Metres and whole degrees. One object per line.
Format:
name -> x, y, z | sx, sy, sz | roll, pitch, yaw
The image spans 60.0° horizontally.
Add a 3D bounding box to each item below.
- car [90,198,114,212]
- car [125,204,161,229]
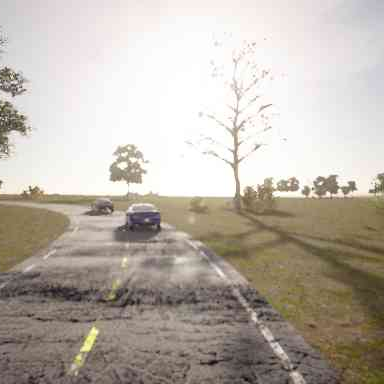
car -> -10.516, 1.507, 38.756 | 1.837, 1.490, 4.892 | 1, 0, -29
car -> -3.278, 1.495, 21.766 | 1.882, 1.535, 5.008 | 0, 0, -15
